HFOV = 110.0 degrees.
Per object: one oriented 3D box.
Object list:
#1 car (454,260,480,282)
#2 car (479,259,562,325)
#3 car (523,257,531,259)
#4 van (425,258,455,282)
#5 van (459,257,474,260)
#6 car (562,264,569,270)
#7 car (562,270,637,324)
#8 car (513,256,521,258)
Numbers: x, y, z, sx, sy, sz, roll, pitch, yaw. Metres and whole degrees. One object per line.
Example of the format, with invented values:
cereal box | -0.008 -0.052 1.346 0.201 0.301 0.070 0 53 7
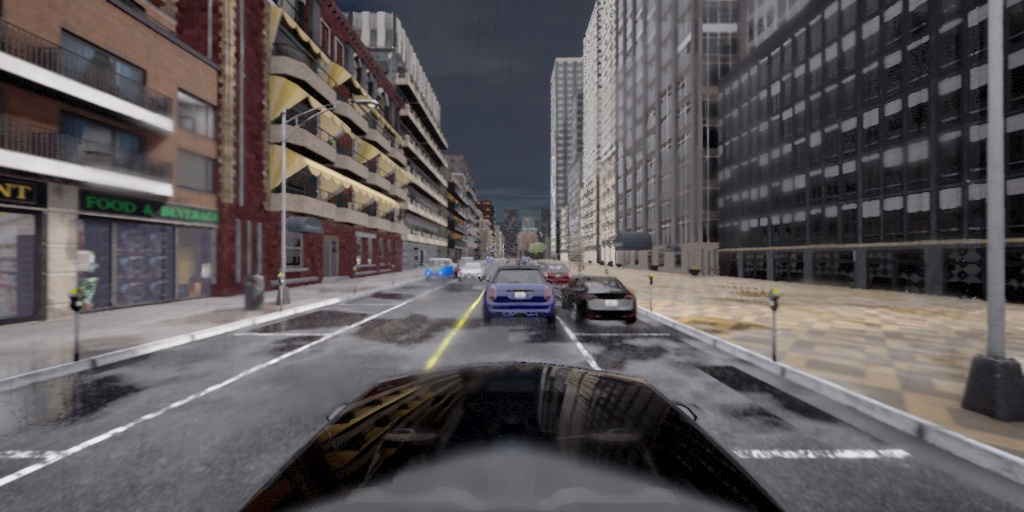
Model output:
car | -3.112 1.246 28.477 1.812 1.442 4.674 0 0 0
car | 0.157 1.088 11.987 2.097 1.767 4.553 0 0 -2
car | 2.674 1.147 44.905 1.967 1.591 4.097 0 0 0
van | -5.701 1.062 28.335 1.690 1.789 3.998 0 0 0
van | -5.707 1.048 44.903 1.690 1.789 3.998 0 0 0
car | 2.683 1.165 22.814 1.967 1.591 4.097 0 0 0
car | 2.688 1.302 11.769 1.948 1.339 4.313 0 0 0
car | 0.075 1.055 65.121 2.097 1.767 4.553 0 0 0
